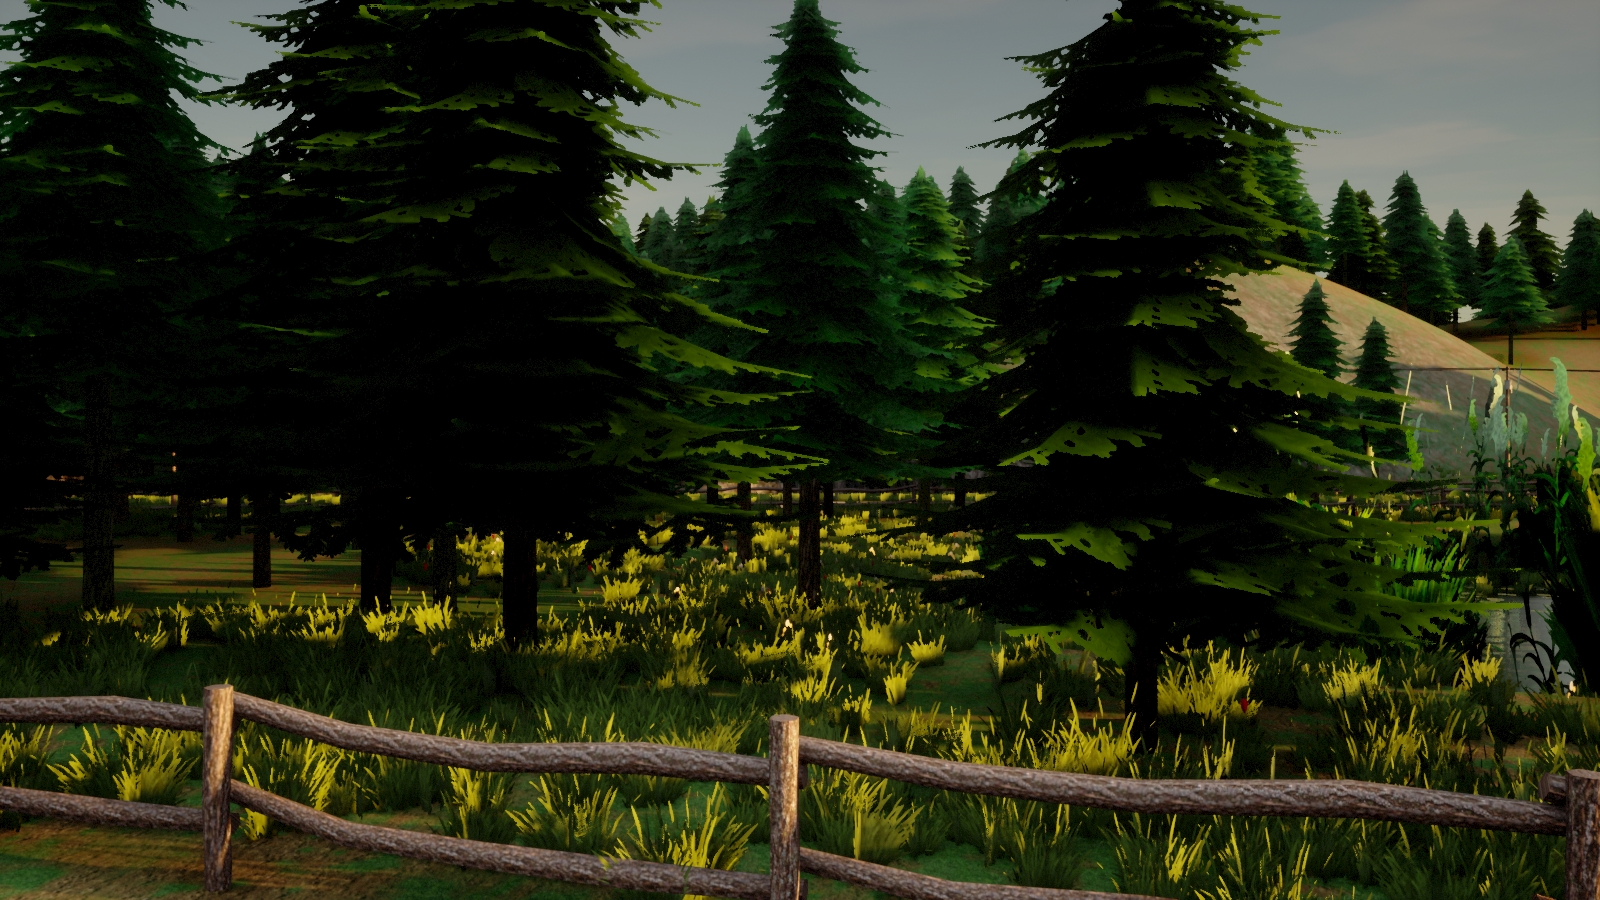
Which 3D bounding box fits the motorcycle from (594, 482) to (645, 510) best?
[{"bbox_3d":[-8.531,2.178,54.107,2.209,1.251,0.867,0,0,14],"label":"motorcycle"}]
